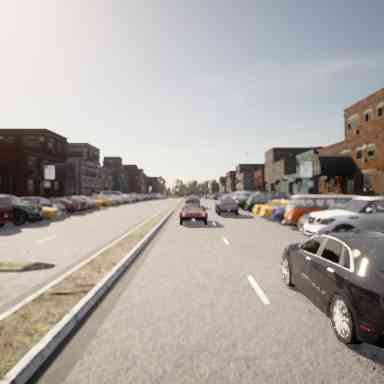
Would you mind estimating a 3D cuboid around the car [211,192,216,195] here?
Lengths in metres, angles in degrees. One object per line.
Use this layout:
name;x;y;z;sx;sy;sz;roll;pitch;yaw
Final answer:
car;7.668;1.055;74.486;5.566;2.045;2.435;0;-1;0

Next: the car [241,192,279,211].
car;7.609;1.147;33.143;4.553;1.767;2.185;0;1;0

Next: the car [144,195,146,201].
car;-12.960;1.255;69.490;5.366;1.575;1.946;0;-1;0

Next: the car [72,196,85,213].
car;-12.843;1.295;30.478;5.008;1.535;2.097;0;1;0

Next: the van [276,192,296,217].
van;7.523;1.161;19.352;4.442;1.987;1.878;0;0;0

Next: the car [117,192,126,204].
car;-12.809;1.180;49.926;4.674;1.452;2.002;0;0;0

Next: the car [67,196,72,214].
car;-12.885;1.195;27.699;4.553;1.767;2.185;0;1;0

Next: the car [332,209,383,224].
car;7.611;1.466;11.079;4.792;1.488;2.163;0;0;0

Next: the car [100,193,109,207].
car;-12.838;1.212;38.941;5.008;1.535;2.097;0;1;0

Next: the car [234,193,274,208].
car;7.671;1.070;41.413;4.553;1.767;2.185;0;0;0

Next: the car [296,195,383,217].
car;7.612;1.170;13.835;5.566;2.045;2.435;0;0;0

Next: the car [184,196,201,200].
car;0.100;1.220;41.733;1.837;1.490;4.892;0;1;0

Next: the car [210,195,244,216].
car;3.100;1.310;30.355;2.128;1.511;4.902;0;1;0

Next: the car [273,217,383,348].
car;3.100;1.483;6.293;1.837;1.490;4.892;0;0;0

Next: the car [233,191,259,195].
car;7.612;0.996;35.899;5.566;2.045;2.435;0;1;0

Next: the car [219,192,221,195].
car;7.612;0.896;52.433;5.566;2.045;2.435;0;0;0

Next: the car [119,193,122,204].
car;-12.819;1.188;47.268;4.674;1.452;2.002;0;0;0

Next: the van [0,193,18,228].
van;-12.988;1.162;19.359;4.442;1.987;1.878;0;0;0

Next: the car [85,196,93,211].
car;-12.873;1.298;33.258;4.792;1.488;2.163;0;1;0

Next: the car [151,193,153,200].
car;-12.747;1.375;80.481;4.892;1.521;2.231;0;-1;0

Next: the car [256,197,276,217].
car;7.825;1.343;24.868;5.366;1.575;1.946;0;1;0

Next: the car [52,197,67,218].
car;-12.674;1.342;25.043;5.366;1.575;1.946;0;0;0

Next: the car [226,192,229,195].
car;7.635;1.158;46.923;5.008;1.535;2.097;0;0;0

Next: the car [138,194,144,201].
car;-12.786;1.232;66.710;4.892;1.521;2.231;0;-1;0

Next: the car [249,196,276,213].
car;7.826;1.320;27.628;5.366;1.575;1.946;0;1;0

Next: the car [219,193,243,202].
car;7.671;1.103;66.213;4.553;1.767;2.185;0;-1;0

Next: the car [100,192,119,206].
car;-13.007;1.162;44.498;5.366;1.575;1.946;0;0;0

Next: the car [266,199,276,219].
car;7.638;1.407;22.112;4.674;1.452;2.002;0;0;0

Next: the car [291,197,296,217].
car;7.671;1.280;16.595;4.553;1.767;2.185;0;0;0

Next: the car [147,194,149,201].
car;-12.735;1.344;74.923;4.792;1.488;2.163;0;-1;0

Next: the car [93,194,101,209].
car;-12.844;1.242;36.037;4.892;1.521;2.231;0;1;0

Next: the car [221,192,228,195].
car;7.612;0.900;49.680;5.566;2.045;2.435;0;0;0

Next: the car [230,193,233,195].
car;7.668;0.970;38.656;5.566;2.045;2.435;0;1;0

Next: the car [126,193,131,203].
car;-12.992;1.137;52.700;5.366;1.575;1.946;0;0;0

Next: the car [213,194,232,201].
car;7.609;1.266;82.756;4.553;1.767;2.185;0;-1;0

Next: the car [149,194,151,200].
car;-12.764;1.343;77.701;5.008;1.535;2.097;0;-1;0

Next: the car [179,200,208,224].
car;0.100;1.479;23.389;1.895;1.301;4.718;0;0;0

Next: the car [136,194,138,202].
car;-12.759;1.053;61.031;4.553;1.767;2.185;0;0;0

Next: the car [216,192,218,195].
car;7.635;1.203;63.454;5.008;1.535;2.097;0;-1;0

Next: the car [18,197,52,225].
car;-12.835;1.115;22.258;5.566;2.045;2.435;0;0;0

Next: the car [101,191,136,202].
car;-12.773;0.894;55.479;5.566;2.045;2.435;0;0;0
